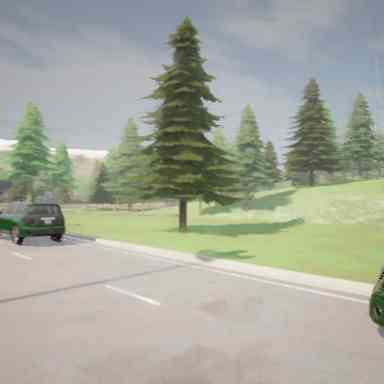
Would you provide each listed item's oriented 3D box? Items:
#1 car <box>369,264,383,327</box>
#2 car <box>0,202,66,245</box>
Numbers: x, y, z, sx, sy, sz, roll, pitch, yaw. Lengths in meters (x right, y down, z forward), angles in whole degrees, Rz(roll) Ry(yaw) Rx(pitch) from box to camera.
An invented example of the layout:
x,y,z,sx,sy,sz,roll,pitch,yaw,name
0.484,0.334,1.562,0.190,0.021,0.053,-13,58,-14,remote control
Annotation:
x,y,z,sx,sy,sz,roll,pitch,yaw,name
5.427,1.416,4.220,5.566,2.045,2.150,0,-2,40,car
-8.668,1.516,17.442,5.566,2.045,2.150,0,-2,44,car
